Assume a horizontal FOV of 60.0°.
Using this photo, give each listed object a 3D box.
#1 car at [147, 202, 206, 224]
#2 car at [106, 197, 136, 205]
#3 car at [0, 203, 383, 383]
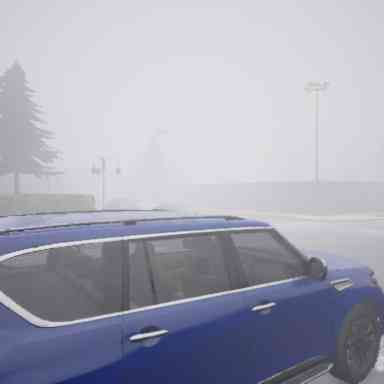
[{"bbox_3d":[-1.339,1.530,25.862,2.033,1.411,5.357,0,0,-36],"label":"car"},{"bbox_3d":[-7.122,1.335,33.980,2.097,1.767,4.553,0,0,-35],"label":"car"},{"bbox_3d":[-0.052,1.223,3.731,5.566,2.045,2.150,0,0,-35],"label":"car"}]
